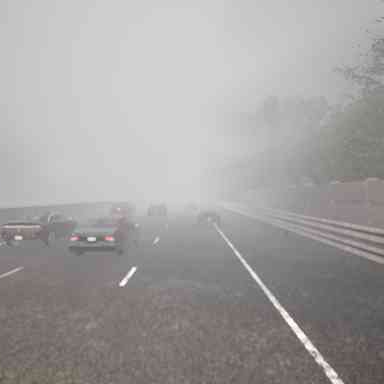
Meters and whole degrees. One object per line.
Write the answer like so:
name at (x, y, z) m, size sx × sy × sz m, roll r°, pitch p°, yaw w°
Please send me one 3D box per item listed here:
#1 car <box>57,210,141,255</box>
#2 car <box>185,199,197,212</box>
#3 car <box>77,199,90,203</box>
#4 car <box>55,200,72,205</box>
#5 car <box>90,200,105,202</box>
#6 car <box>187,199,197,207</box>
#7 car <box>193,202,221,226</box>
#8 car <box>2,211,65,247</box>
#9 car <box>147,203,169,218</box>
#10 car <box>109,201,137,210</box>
car at (-3.408, 1.675, 13.803) m, size 2.033 × 1.411 × 5.357 m, roll 0°, pitch -1°, yaw 0°
car at (-0.005, 2.022, 47.009) m, size 2.033 × 1.411 × 5.357 m, roll 0°, pitch -1°, yaw 0°
car at (-21.030, 2.162, 64.582) m, size 1.837 × 1.490 × 4.892 m, roll 0°, pitch 0°, yaw 0°
car at (-24.528, 2.207, 63.669) m, size 1.994 × 1.385 × 4.181 m, roll 0°, pitch -1°, yaw 0°
car at (-17.532, 2.254, 63.882) m, size 1.895 × 1.301 × 4.718 m, roll 0°, pitch -1°, yaw 0°
car at (-0.028, 2.200, 65.447) m, size 1.812 × 1.442 × 4.674 m, roll 0°, pitch -1°, yaw 0°
car at (1.214, 1.775, 25.641) m, size 1.812 × 1.442 × 4.674 m, roll 0°, pitch -1°, yaw 0°
car at (-6.907, 1.637, 15.685) m, size 2.128 × 1.511 × 4.902 m, roll 0°, pitch -1°, yaw 0°
car at (-3.415, 1.827, 33.906) m, size 2.128 × 1.511 × 4.902 m, roll 0°, pitch -1°, yaw 0°
car at (-6.918, 1.685, 33.658) m, size 2.097 × 1.767 × 4.553 m, roll 0°, pitch -1°, yaw 0°
